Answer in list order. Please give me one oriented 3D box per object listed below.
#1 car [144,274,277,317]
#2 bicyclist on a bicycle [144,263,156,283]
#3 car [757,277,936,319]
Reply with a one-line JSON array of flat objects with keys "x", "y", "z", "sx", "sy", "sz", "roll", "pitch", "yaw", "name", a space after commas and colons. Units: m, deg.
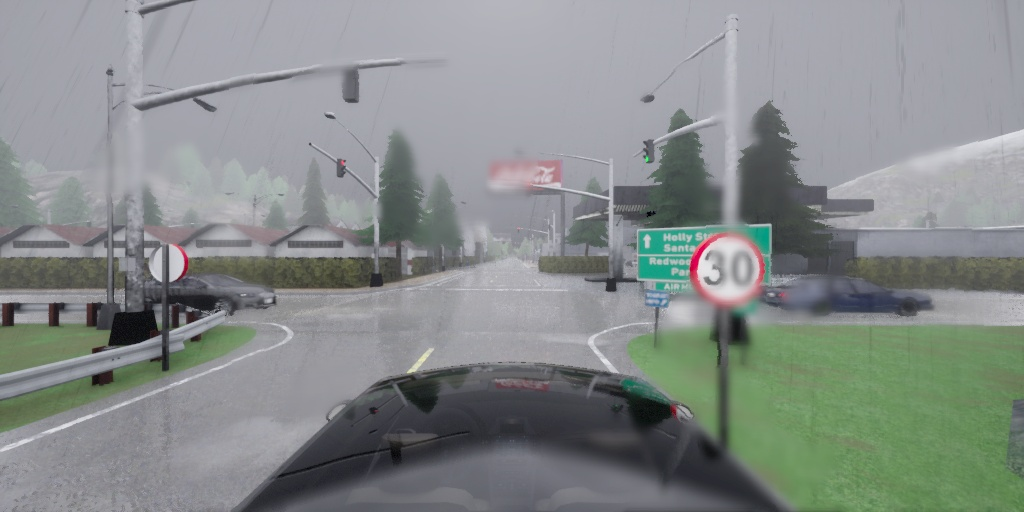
[{"x": -11.650, "y": 1.433, "z": 13.657, "sx": 4.902, "sy": 1.511, "sz": 2.128, "roll": 0, "pitch": 0, "yaw": 2, "name": "car"}, {"x": -21.672, "y": 1.244, "z": 21.339, "sx": 0.582, "sy": 1.620, "sz": 1.656, "roll": 0, "pitch": 0, "yaw": 1, "name": "bicyclist on a bicycle"}, {"x": 12.230, "y": 1.489, "z": 13.406, "sx": 5.357, "sy": 1.411, "sz": 2.033, "roll": 0, "pitch": 0, "yaw": 1, "name": "car"}]
